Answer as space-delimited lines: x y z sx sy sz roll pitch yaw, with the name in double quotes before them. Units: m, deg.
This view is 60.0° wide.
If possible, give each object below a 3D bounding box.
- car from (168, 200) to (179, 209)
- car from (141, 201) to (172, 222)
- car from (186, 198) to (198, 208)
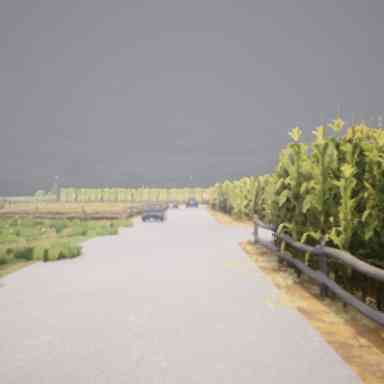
"car" -3.138 1.954 52.923 2.128 1.511 4.902 0 -1 1
"car" -3.193 1.801 29.173 2.033 1.411 5.357 0 0 0
"car" 0.002 1.850 57.067 2.097 1.767 4.553 0 0 0
